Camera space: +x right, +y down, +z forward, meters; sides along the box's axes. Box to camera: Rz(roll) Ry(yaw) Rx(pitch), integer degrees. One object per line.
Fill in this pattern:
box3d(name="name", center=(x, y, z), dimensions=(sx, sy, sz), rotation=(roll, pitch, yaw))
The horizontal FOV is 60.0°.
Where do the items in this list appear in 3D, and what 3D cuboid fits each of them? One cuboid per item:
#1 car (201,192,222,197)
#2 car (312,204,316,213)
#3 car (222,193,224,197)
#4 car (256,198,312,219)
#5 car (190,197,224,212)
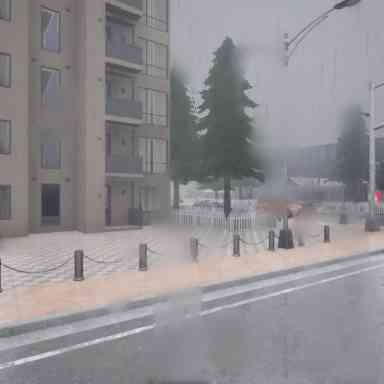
box3d(name="car", center=(5.363, 1.112, 92.687), dimensions=(1.932, 1.855, 4.605), rotation=(0, 0, -37))
box3d(name="car", center=(9.799, 1.493, 33.212), dimensions=(1.882, 1.535, 5.008), rotation=(0, 0, -37))
box3d(name="car", center=(7.449, 1.092, 94.752), dimensions=(1.905, 1.878, 3.866), rotation=(0, 0, -37))
box3d(name="car", center=(7.878, 1.367, 29.619), dimensions=(2.097, 1.767, 4.553), rotation=(0, 0, -37))
box3d(name="car", center=(1.830, 1.579, 37.605), dimensions=(1.994, 1.385, 4.181), rotation=(0, 0, -37))
